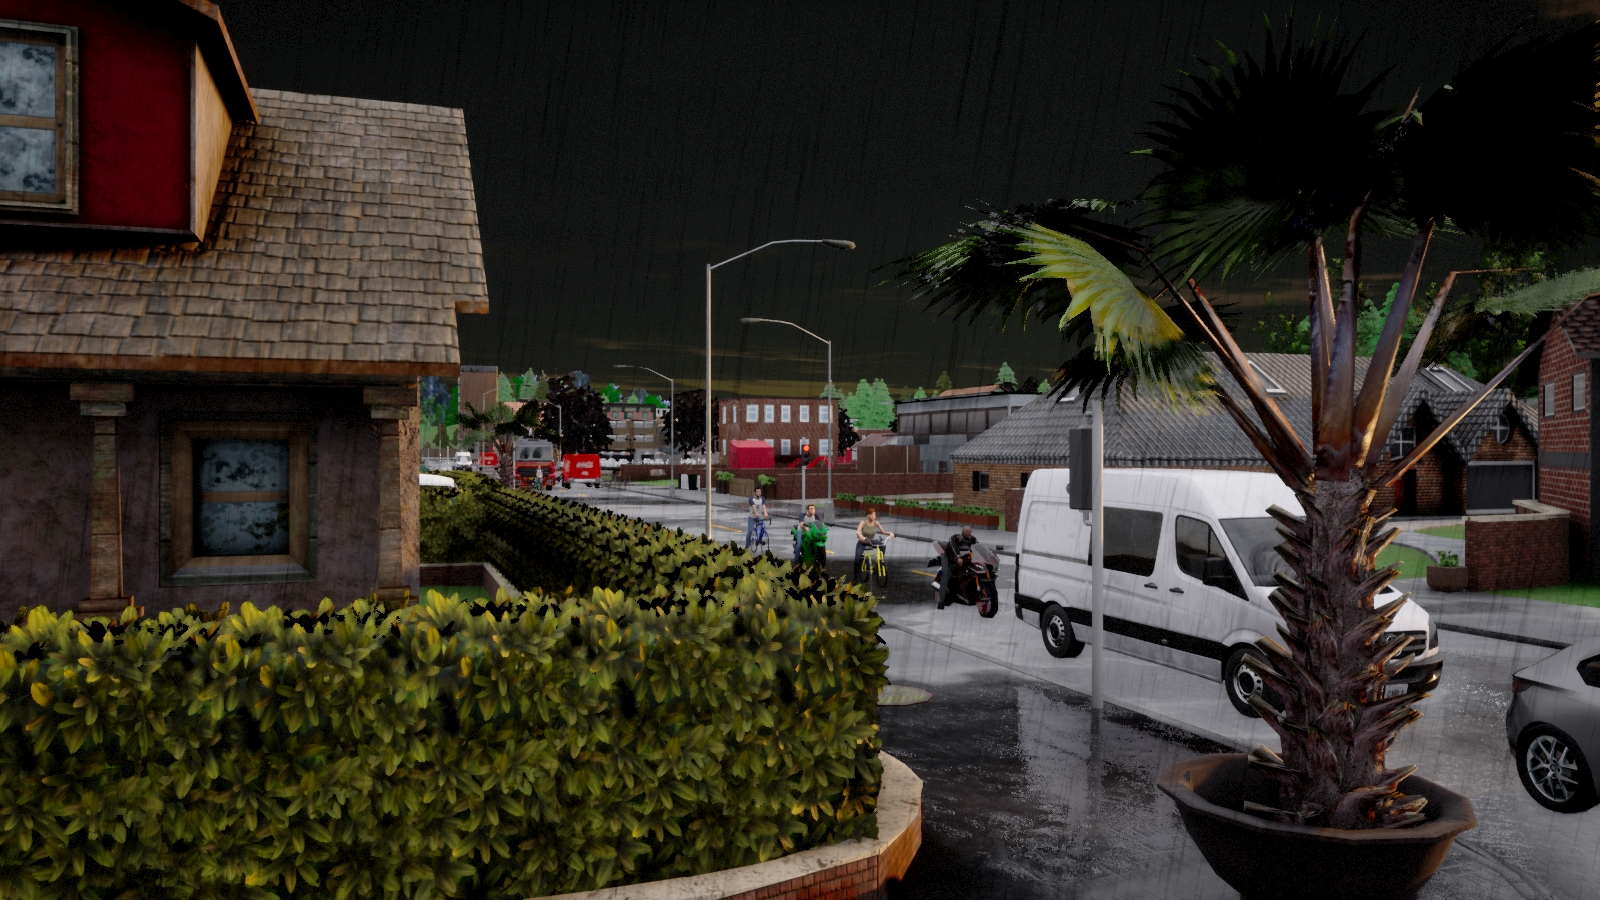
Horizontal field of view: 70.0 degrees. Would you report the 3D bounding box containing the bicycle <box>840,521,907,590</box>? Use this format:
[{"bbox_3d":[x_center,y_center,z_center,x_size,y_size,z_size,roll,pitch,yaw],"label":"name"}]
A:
[{"bbox_3d":[1.505,2.162,23.648,0.859,1.276,1.487,0,0,-19],"label":"bicycle"}]

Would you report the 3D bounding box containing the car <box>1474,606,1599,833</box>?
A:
[{"bbox_3d":[6.934,2.069,7.650,1.816,1.474,4.193,0,0,-12],"label":"car"}]

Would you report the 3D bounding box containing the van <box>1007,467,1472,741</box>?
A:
[{"bbox_3d":[4.966,1.538,14.186,1.988,2.561,5.915,0,0,-20],"label":"van"}]
